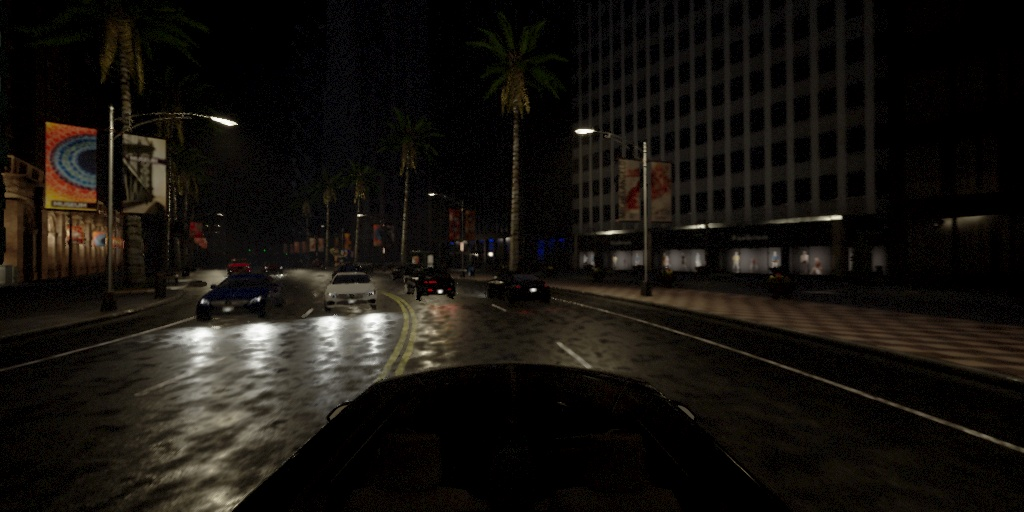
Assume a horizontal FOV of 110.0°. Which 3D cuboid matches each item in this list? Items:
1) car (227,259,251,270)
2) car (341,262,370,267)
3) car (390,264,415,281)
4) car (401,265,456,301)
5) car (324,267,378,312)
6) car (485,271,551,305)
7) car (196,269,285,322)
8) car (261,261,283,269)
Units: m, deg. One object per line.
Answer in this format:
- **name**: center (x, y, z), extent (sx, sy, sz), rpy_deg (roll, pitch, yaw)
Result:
- **car**: center (-34.605, 1.395, 45.476), extent (2.150, 2.045, 5.566), rpy_deg (0, 0, -40)
- **car**: center (-15.355, 1.542, 33.851), extent (1.812, 1.442, 4.674), rpy_deg (0, 0, -40)
- **car**: center (-9.267, 1.482, 31.916), extent (1.837, 1.490, 4.892), rpy_deg (0, -1, -38)
- **car**: center (-4.317, 1.378, 18.571), extent (1.837, 1.490, 4.892), rpy_deg (0, -1, -25)
- **car**: center (-6.762, 1.389, 15.140), extent (1.812, 1.442, 4.674), rpy_deg (0, 0, -24)
- **car**: center (0.168, 1.407, 16.862), extent (1.994, 1.385, 4.181), rpy_deg (0, 0, -21)
- **car**: center (-9.690, 1.390, 13.198), extent (1.812, 1.442, 4.674), rpy_deg (0, 0, -24)
- **car**: center (-32.138, 1.531, 47.984), extent (2.097, 1.767, 4.553), rpy_deg (0, -1, -40)
